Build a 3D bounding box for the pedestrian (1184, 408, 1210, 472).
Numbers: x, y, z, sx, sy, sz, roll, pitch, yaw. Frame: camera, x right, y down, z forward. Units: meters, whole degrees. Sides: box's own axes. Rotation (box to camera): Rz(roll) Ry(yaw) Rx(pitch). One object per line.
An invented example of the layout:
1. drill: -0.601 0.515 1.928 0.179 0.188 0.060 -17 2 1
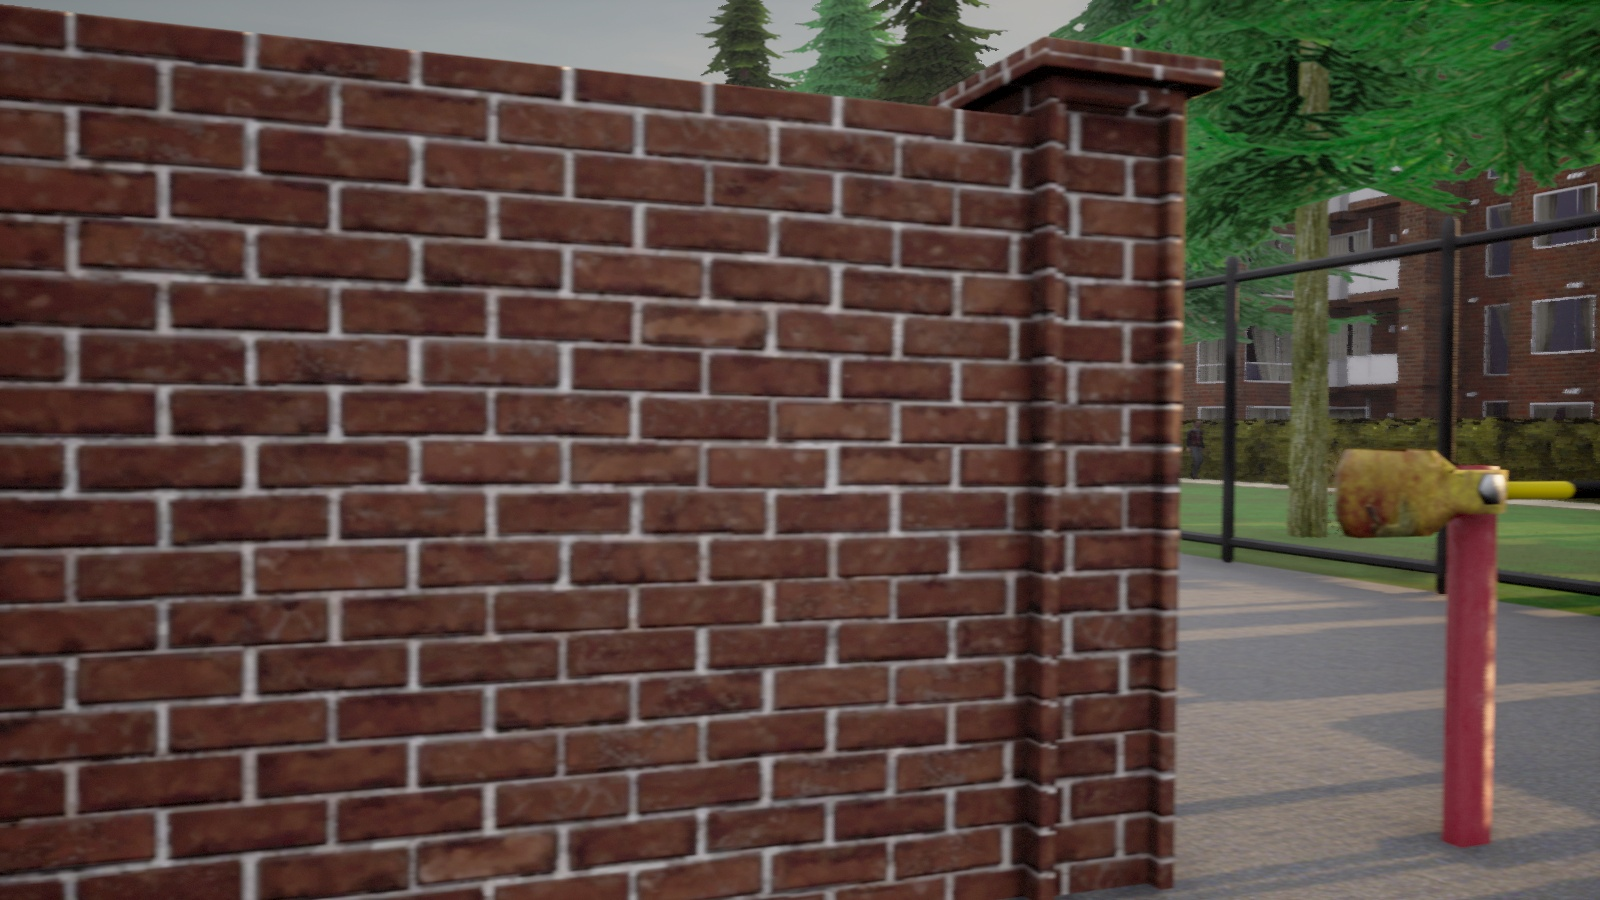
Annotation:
1. pedestrian: 11.664 -0.300 36.898 0.376 1.854 0.720 -1 1 -21
